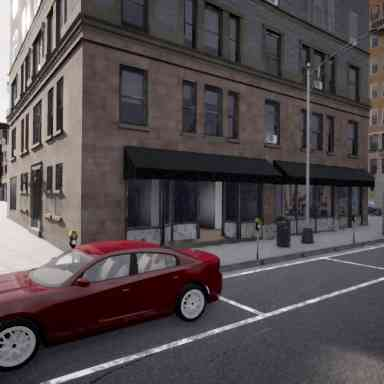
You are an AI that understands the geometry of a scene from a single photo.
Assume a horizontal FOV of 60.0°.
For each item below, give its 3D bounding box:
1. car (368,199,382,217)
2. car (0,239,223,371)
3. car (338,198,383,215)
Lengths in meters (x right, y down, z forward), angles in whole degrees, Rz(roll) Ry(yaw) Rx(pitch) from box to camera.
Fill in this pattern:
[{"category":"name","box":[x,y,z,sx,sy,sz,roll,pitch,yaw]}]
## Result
[{"category":"car","box":[15.129,1.376,29.184,1.812,1.442,4.674,1,0,-32]},{"category":"car","box":[-1.518,1.545,5.672,4.507,1.381,1.887,0,1,-35]},{"category":"car","box":[16.978,1.379,32.359,1.837,1.490,4.892,1,0,-35]}]
